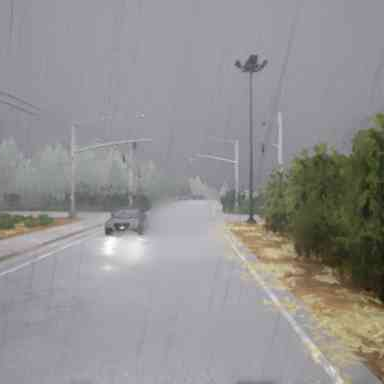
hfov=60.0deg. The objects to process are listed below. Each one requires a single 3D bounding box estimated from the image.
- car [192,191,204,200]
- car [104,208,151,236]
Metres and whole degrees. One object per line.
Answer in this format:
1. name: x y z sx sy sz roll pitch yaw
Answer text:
1. car: 1.303 0.842 74.194 2.150 2.045 5.566 0 -2 8
2. car: -3.497 1.612 18.692 1.994 1.385 4.181 0 0 1
